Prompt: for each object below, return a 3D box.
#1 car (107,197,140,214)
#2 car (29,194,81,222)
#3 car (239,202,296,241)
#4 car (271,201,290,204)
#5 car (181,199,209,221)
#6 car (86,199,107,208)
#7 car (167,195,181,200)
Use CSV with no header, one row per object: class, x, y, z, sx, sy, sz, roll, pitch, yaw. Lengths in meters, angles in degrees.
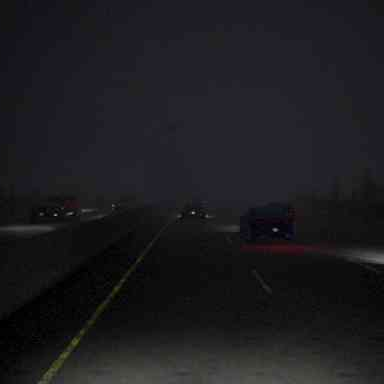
car,-6.870,1.331,34.652,2.097,1.767,4.553,0,0,3
car,-10.576,1.206,26.158,2.150,2.045,5.566,0,0,0
car,3.593,1.468,16.809,1.882,1.535,5.008,0,0,0
car,7.102,1.489,27.493,1.837,1.490,4.892,0,0,0
car,0.102,1.548,27.203,1.994,1.385,4.181,0,0,0
car,-12.890,1.573,46.101,1.895,1.301,4.718,0,0,9
car,-3.557,1.429,68.389,1.812,1.442,4.674,0,0,20
